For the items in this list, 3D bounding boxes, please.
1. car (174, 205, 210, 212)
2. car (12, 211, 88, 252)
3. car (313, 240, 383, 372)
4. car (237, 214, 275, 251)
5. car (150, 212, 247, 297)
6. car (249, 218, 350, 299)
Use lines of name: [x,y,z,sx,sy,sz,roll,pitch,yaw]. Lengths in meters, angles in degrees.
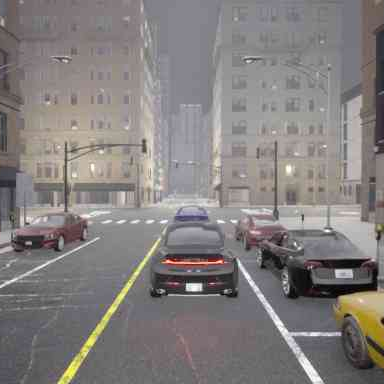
car: [-0.012,1.473,18.483,1.882,1.535,5.008,0,0,0]
car: [-5.716,1.541,13.867,1.887,1.381,4.507,-1,0,0]
car: [2.855,1.525,2.888,1.752,1.417,4.829,-1,0,0]
car: [2.829,1.578,13.890,1.802,1.307,4.206,-1,0,0]
car: [0.046,1.503,8.533,1.837,1.490,4.892,0,0,0]
car: [2.843,1.564,8.305,1.947,1.339,4.313,-1,0,0]
